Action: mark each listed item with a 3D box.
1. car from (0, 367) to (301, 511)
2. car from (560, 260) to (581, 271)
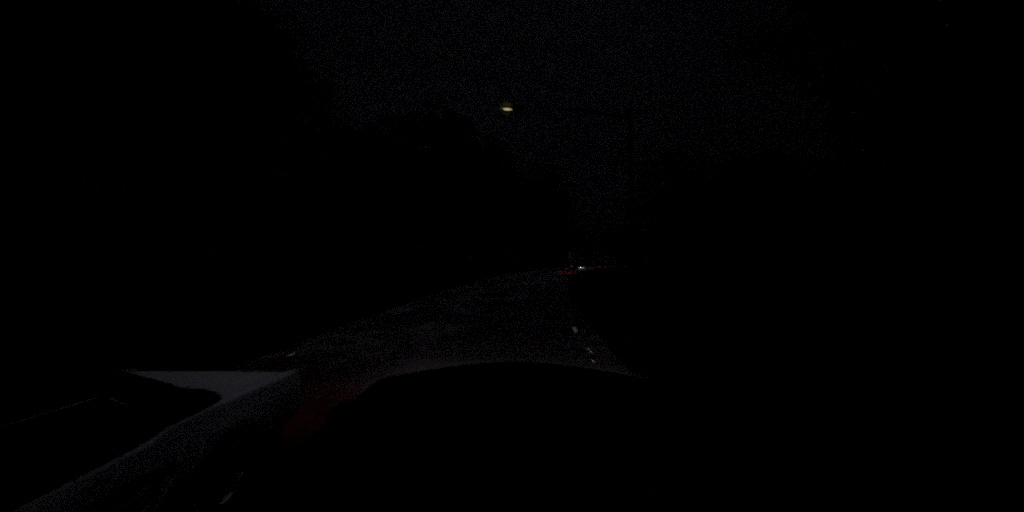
[{"bbox_3d":[-3.042,1.339,1.342,1.895,1.301,4.718,0,0,0],"label":"car"},{"bbox_3d":[8.152,1.419,50.727,1.895,1.301,4.718,0,0,19],"label":"car"}]
